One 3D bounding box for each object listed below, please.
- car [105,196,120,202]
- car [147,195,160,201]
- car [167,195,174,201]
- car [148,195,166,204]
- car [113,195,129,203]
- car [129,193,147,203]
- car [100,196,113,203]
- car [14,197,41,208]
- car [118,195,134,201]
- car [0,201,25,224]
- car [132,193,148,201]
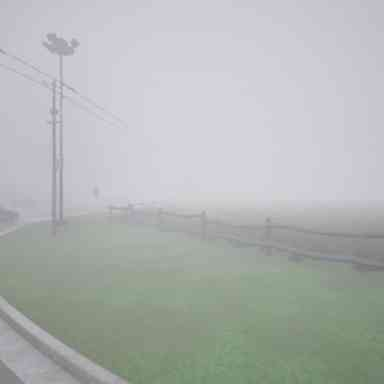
[{"bbox_3d":[-19.411,1.637,81.167,1.812,1.442,4.674,0,0,9],"label":"car"},{"bbox_3d":[-9.068,1.413,79.350,1.882,1.535,5.008,0,0,9],"label":"car"},{"bbox_3d":[-5.614,1.472,78.789,2.033,1.411,5.357,0,0,9],"label":"car"},{"bbox_3d":[-7.218,1.647,68.915,1.994,1.385,4.181,0,0,9],"label":"car"},{"bbox_3d":[-14.194,1.576,69.626,1.837,1.490,4.892,0,0,9],"label":"car"},{"bbox_3d":[-10.739,1.551,69.065,1.882,1.535,5.008,0,0,9],"label":"car"},{"bbox_3d":[-17.649,1.557,70.187,1.882,1.535,5.008,0,0,9],"label":"car"},{"bbox_3d":[-24.492,1.583,49.274,1.837,1.490,4.892,0,0,9],"label":"car"},{"bbox_3d":[-15.978,1.482,80.472,2.033,1.411,5.357,0,0,9],"label":"car"},{"bbox_3d":[-13.553,1.585,22.407,2.033,1.411,5.357,0,0,-7],"label":"car"},{"bbox_3d":[-12.519,1.164,79.941,2.150,2.045,5.566,0,0,9],"label":"car"}]
